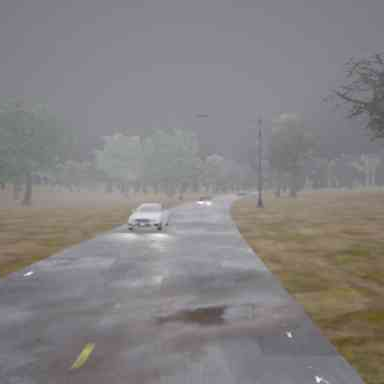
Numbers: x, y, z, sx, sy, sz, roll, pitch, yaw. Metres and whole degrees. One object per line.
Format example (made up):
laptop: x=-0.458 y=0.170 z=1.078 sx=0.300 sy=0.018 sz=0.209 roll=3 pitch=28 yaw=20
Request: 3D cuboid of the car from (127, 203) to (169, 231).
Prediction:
car: x=-2.440 y=1.383 z=19.618 sx=1.812 sy=1.442 sz=4.674 roll=0 pitch=1 yaw=4

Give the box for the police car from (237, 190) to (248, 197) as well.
police car: x=13.680 y=0.422 z=92.640 sx=1.930 sy=1.638 sz=5.238 roll=0 pitch=1 yaw=14

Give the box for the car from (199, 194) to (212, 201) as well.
car: x=2.559 y=1.022 z=60.932 sx=1.895 sy=1.301 sz=4.718 roll=0 pitch=1 yaw=11
